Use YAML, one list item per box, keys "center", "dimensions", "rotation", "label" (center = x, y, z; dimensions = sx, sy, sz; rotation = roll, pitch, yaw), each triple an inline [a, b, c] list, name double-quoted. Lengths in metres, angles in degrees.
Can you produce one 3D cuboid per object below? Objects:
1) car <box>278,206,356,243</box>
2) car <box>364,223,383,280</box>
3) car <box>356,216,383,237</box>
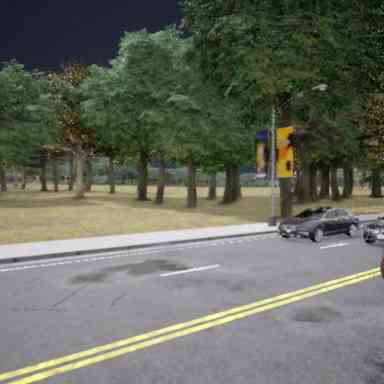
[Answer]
- center: [6.254, 1.487, 16.225]
  dimensions: [4.892, 1.490, 1.837]
  rotation: [0, 0, -36]
  label: "car"
- center: [6.292, 1.506, 7.987]
  dimensions: [4.674, 1.442, 1.812]
  rotation: [0, 0, -36]
  label: "car"
- center: [9.326, 1.497, 14.437]
  dimensions: [4.674, 1.442, 1.812]
  rotation: [0, 0, -36]
  label: "car"
